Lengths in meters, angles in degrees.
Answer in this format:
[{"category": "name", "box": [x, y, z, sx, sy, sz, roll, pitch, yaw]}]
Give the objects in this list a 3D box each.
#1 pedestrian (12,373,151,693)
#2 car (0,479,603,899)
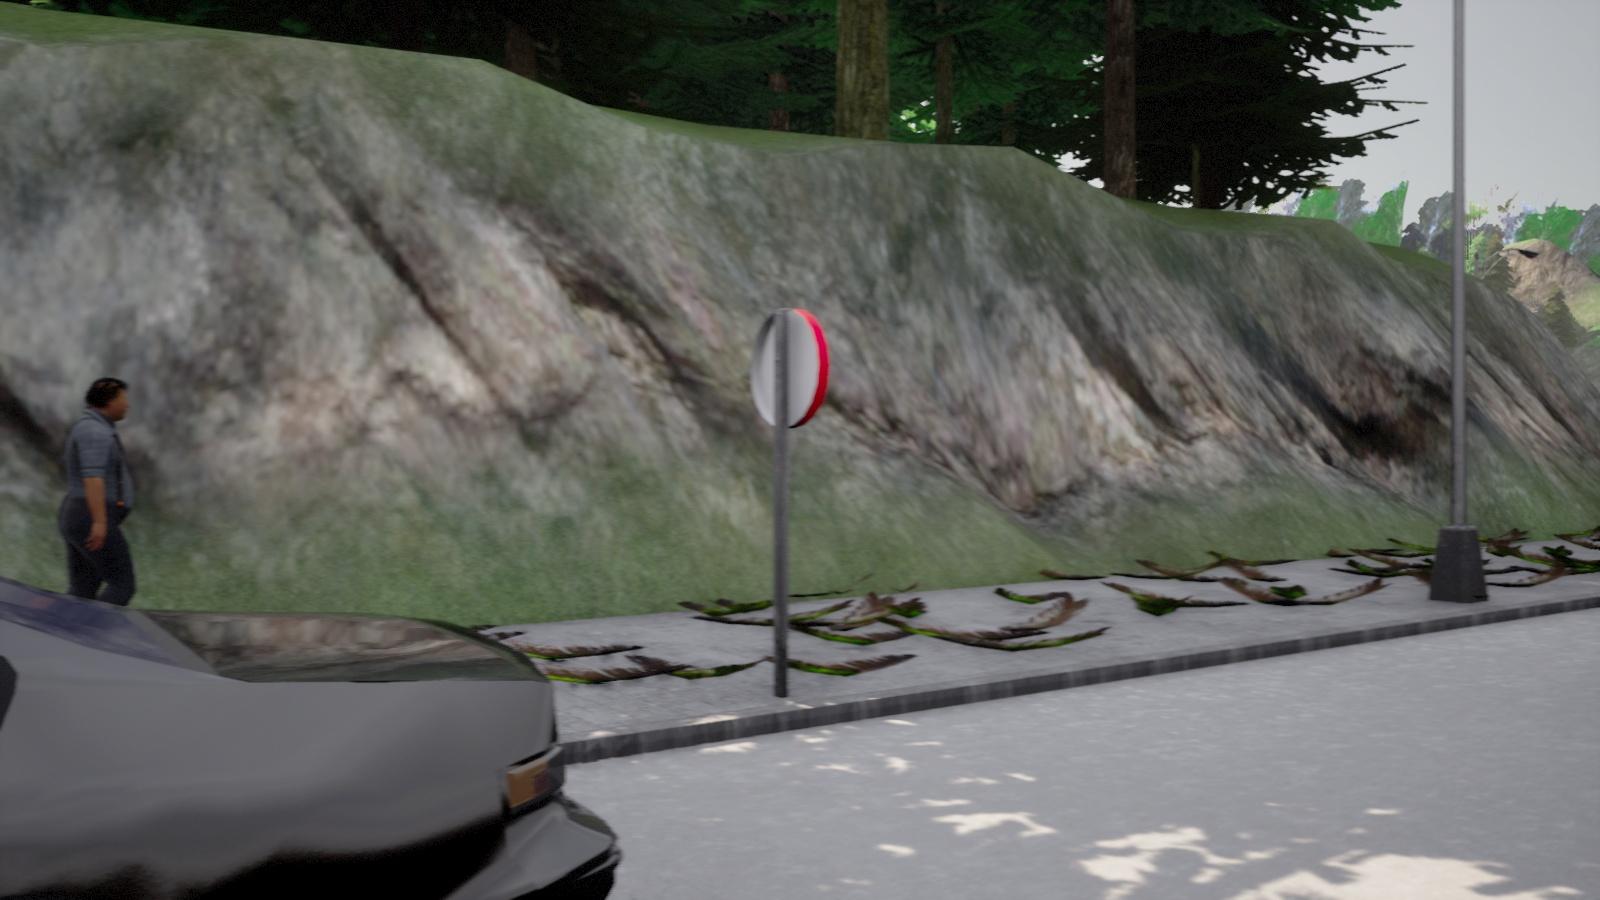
[{"category": "pedestrian", "box": [-4.393, 0.477, 7.677, 0.694, 1.848, 0.540, 0, 0, -35]}, {"category": "car", "box": [-3.208, 0.806, 2.036, 5.357, 1.411, 2.033, 0, 0, -35]}]
